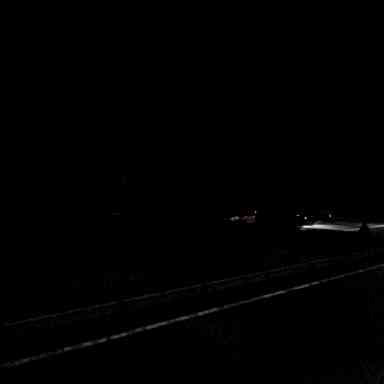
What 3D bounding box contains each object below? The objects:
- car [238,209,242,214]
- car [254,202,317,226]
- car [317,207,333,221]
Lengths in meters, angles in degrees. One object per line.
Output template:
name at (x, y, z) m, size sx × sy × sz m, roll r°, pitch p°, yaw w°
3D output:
car at (2.700, 1.787, 34.725) m, size 2.033 × 1.411 × 5.357 m, roll 0°, pitch -1°, yaw -42°
car at (6.631, 1.651, 24.618) m, size 1.994 × 1.385 × 4.181 m, roll 0°, pitch -1°, yaw -39°
car at (8.989, 1.585, 27.268) m, size 2.128 × 1.511 × 4.902 m, roll 0°, pitch -1°, yaw -39°
